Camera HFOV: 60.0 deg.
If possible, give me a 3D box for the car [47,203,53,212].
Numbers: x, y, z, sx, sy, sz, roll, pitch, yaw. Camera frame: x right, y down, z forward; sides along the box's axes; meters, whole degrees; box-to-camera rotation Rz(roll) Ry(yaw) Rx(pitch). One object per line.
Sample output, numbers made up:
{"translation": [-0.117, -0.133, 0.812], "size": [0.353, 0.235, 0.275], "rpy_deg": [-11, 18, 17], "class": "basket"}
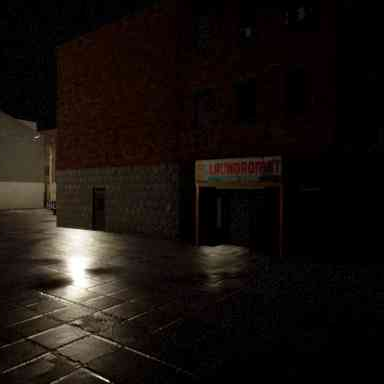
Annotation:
{"translation": [-14.251, 1.510, 38.633], "size": [1.882, 1.535, 5.008], "rpy_deg": [0, 0, 36], "class": "car"}
